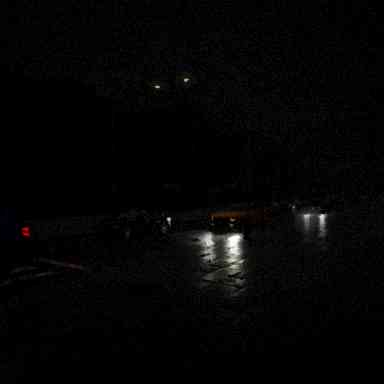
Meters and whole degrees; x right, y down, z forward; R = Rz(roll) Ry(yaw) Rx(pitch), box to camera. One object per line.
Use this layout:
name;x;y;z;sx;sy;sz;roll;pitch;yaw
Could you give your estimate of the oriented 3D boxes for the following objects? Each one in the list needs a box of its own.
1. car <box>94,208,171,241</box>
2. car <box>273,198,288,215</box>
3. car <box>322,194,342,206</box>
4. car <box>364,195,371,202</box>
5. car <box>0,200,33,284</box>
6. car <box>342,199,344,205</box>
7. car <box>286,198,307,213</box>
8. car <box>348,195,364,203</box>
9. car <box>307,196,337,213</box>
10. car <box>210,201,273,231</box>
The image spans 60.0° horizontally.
car;-2.826;1.516;16.618;2.008;1.369;4.403;0;0;35
car;6.980;1.522;30.551;1.802;1.307;4.206;0;0;35
car;20.056;1.248;49.129;2.192;1.841;5.009;0;0;35
car;39.571;1.484;76.858;1.752;1.417;4.829;0;0;35
car;-6.397;1.218;7.142;2.150;2.045;5.566;0;0;35
car;23.326;1.498;53.774;1.947;1.339;4.313;0;0;35
car;10.249;1.377;35.196;1.967;1.590;4.097;0;0;35
car;33.132;1.507;67.708;1.947;1.339;4.313;0;0;35
car;13.662;1.440;35.596;1.837;1.490;4.892;0;0;35
car;2.987;1.428;20.465;1.882;1.535;5.008;0;0;35
